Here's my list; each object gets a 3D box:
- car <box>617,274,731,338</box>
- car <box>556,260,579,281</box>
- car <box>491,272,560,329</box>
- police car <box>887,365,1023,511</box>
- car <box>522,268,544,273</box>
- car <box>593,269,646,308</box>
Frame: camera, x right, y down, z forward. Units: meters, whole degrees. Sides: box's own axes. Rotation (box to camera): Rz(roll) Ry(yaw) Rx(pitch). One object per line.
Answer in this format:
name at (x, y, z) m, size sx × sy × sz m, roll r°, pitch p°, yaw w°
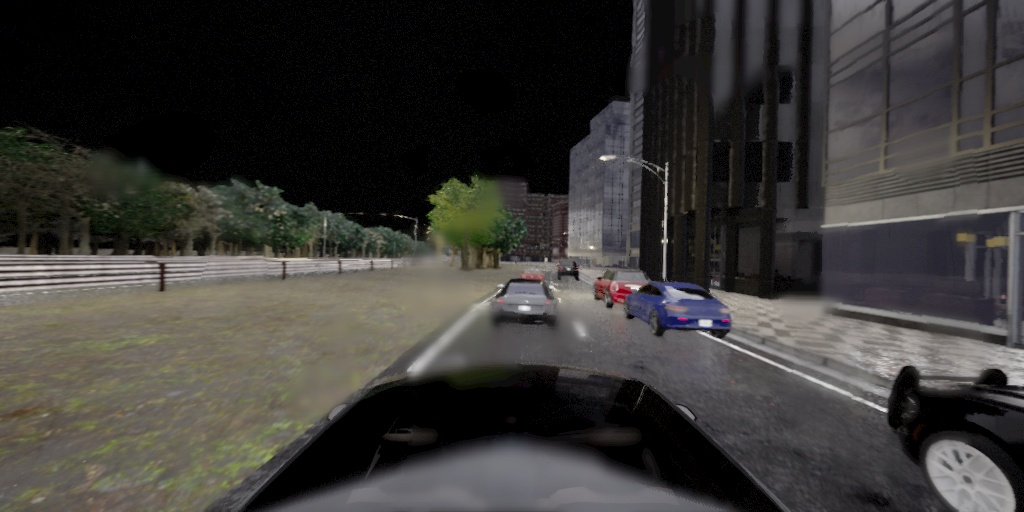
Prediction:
car at (4.826, 1.494, 11.028) m, size 1.812 × 1.442 × 4.674 m, roll 2°, pitch -1°, yaw 3°
car at (5.922, 1.485, 38.108) m, size 2.150 × 2.045 × 5.566 m, roll 2°, pitch -1°, yaw 7°
car at (0.447, 1.421, 11.799) m, size 1.994 × 1.385 × 4.181 m, roll 2°, pitch -1°, yaw 3°
police car at (4.428, 1.290, 1.273) m, size 1.930 × 1.638 × 5.238 m, roll 2°, pitch -1°, yaw 2°
car at (1.679, 1.668, 29.613) m, size 1.895 × 1.301 × 4.718 m, roll 2°, pitch -1°, yaw 5°
car at (5.163, 1.386, 16.916) m, size 2.097 × 1.767 × 4.553 m, roll 2°, pitch -1°, yaw 4°
